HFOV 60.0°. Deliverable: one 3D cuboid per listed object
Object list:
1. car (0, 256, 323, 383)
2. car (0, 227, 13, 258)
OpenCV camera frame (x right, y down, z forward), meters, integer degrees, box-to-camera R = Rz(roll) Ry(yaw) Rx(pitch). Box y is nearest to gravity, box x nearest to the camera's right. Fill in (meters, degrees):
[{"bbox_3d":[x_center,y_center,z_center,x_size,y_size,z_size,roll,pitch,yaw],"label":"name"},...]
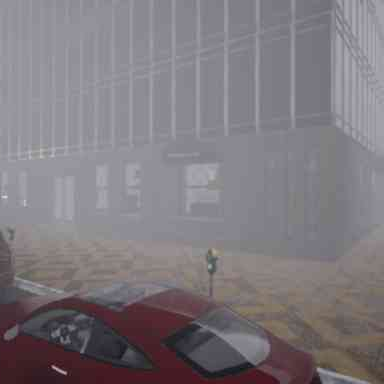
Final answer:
[{"bbox_3d":[-0.814,1.594,3.463,4.206,1.307,1.802,0,0,36],"label":"car"},{"bbox_3d":[-5.709,1.330,6.999,5.009,1.841,2.192,0,0,36],"label":"car"}]
